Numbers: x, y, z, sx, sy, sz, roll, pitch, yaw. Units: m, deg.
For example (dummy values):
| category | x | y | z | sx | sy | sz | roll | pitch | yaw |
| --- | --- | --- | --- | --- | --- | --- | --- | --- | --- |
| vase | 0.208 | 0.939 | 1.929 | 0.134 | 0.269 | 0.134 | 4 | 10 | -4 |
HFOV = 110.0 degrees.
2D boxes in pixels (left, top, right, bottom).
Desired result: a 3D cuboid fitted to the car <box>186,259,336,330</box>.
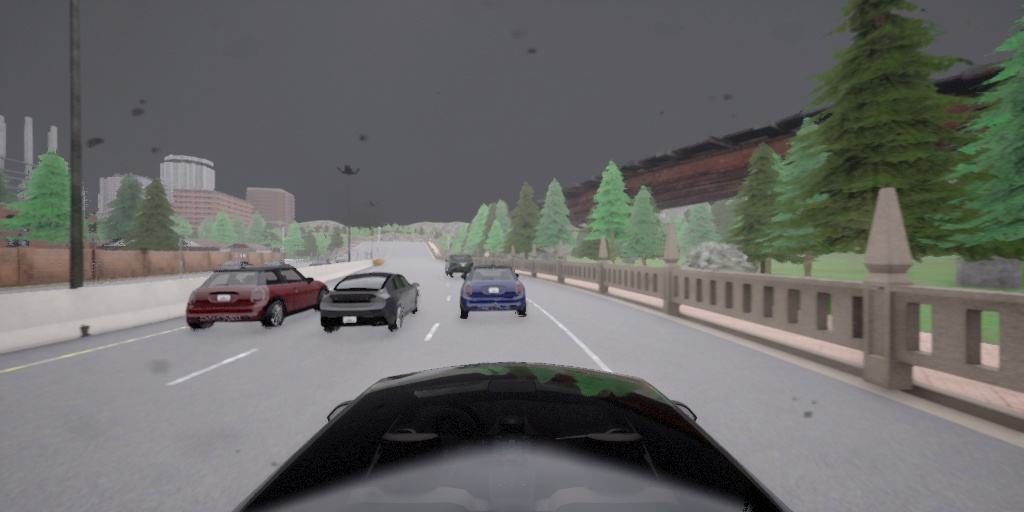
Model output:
| category | x | y | z | sx | sy | sz | roll | pitch | yaw |
| --- | --- | --- | --- | --- | --- | --- | --- | --- | --- |
| car | -7.612 | 1.091 | 11.330 | 2.097 | 1.767 | 4.553 | 0 | 0 | -6 |

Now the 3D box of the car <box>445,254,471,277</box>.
| category | x | y | z | sx | sy | sz | roll | pitch | yaw |
| --- | --- | --- | --- | --- | --- | --- | --- | --- | --- |
| car | -4.912 | 0.862 | 33.331 | 2.150 | 2.045 | 5.566 | 0 | 0 | -16 |

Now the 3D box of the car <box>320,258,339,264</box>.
| category | x | y | z | sx | sy | sz | roll | pitch | yaw |
| --- | --- | --- | --- | --- | --- | --- | --- | --- | --- |
| car | -22.163 | 1.218 | 41.844 | 2.033 | 1.411 | 5.357 | 0 | 0 | -16 |

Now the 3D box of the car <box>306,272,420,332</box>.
| category | x | y | z | sx | sy | sz | roll | pitch | yaw |
| --- | --- | --- | --- | --- | --- | --- | --- | --- | --- |
| car | -4.022 | 1.234 | 10.834 | 1.837 | 1.490 | 4.892 | 0 | 0 | -5 |

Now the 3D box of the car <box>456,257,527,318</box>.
| category | x | y | z | sx | sy | sz | roll | pitch | yaw |
| --- | --- | --- | --- | --- | --- | --- | --- | --- | --- |
| car | -0.779 | 1.058 | 13.020 | 2.097 | 1.767 | 4.553 | 0 | 0 | -6 |
